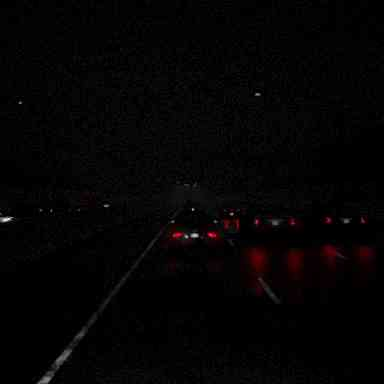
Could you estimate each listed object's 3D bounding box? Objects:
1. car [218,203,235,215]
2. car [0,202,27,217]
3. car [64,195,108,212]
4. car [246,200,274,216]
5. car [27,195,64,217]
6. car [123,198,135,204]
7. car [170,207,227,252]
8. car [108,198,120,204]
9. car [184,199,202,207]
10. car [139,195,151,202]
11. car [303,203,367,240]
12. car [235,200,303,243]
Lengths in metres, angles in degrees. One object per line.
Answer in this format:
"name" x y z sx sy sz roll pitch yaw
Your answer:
"car" 3.595 1.724 32.268 1.895 1.301 4.718 0 0 0
"car" -17.601 1.679 33.255 2.033 1.411 5.357 0 0 0
"car" -10.600 1.358 33.842 2.150 2.045 5.566 0 -1 0
"car" 7.085 1.623 35.097 1.882 1.535 5.008 0 0 0
"car" -14.101 1.358 33.799 2.150 2.045 5.566 0 -1 0
"car" -14.006 1.931 74.173 2.033 1.411 5.357 0 -1 0
"car" 0.095 1.563 13.977 2.033 1.411 5.357 0 0 0
"car" -17.506 1.986 74.142 1.895 1.301 4.718 0 -1 0
"car" 0.094 1.702 34.142 1.994 1.385 4.181 0 0 0
"car" -10.506 1.586 74.564 2.150 2.045 5.566 0 -1 0
"car" 7.094 1.383 17.394 2.097 1.767 4.553 0 0 0
"car" 3.593 1.379 16.443 2.097 1.767 4.553 0 0 0
